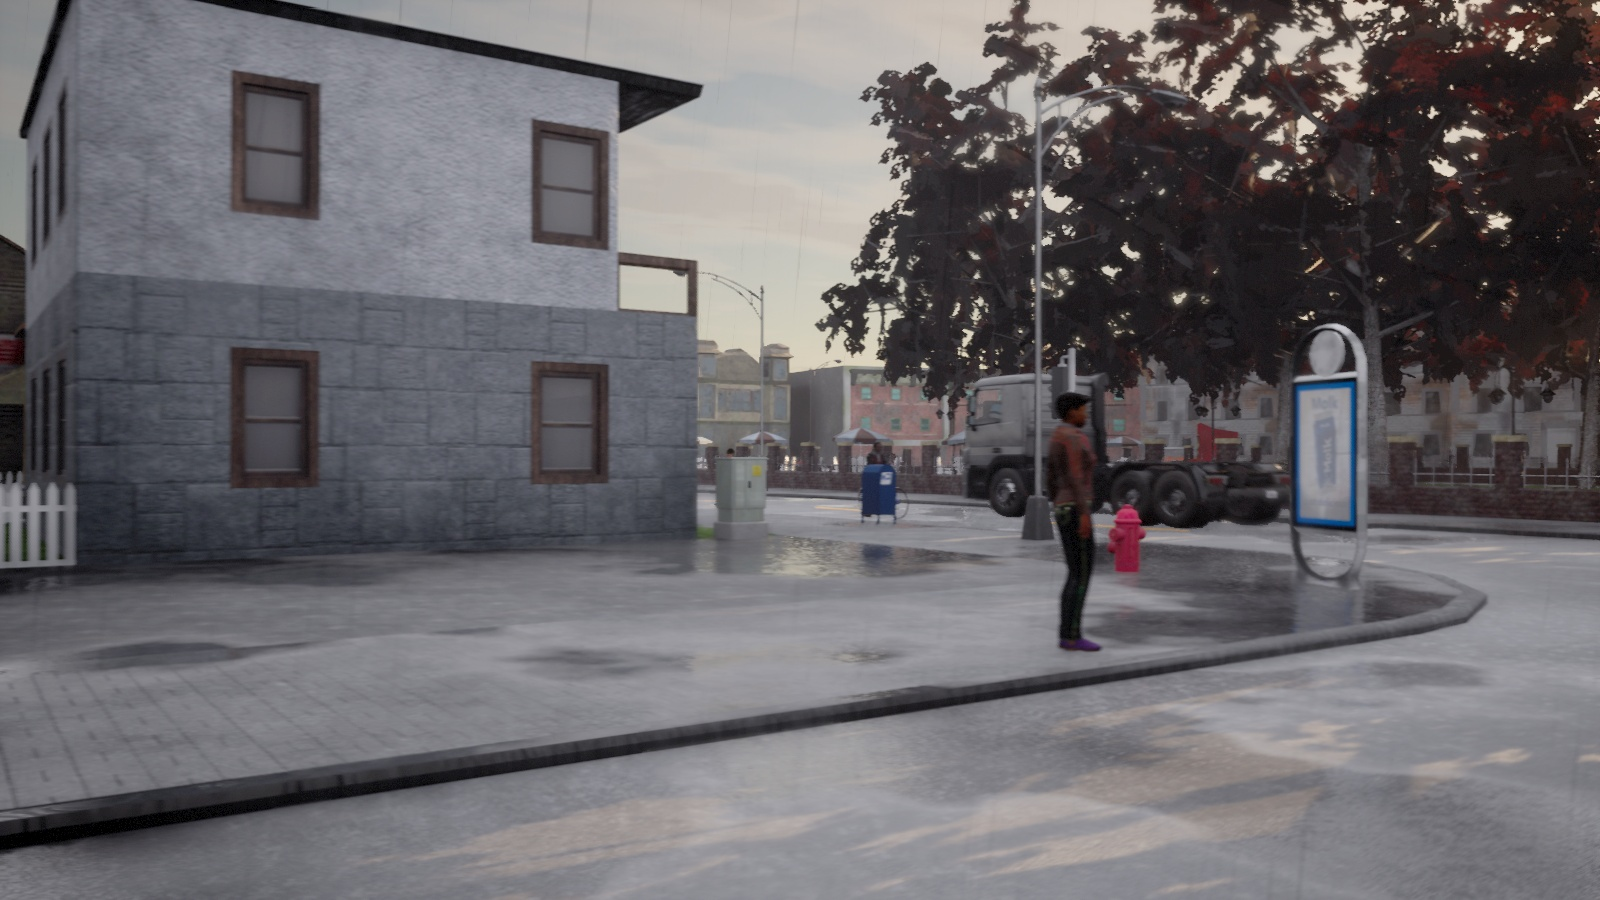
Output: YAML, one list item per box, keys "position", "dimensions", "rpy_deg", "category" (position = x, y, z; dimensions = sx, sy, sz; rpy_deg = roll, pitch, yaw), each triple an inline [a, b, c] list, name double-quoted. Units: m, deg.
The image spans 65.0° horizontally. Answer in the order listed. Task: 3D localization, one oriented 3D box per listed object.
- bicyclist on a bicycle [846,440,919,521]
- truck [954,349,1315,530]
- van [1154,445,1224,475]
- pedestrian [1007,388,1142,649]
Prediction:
- position: [1.864, 0.682, 28.652]
  dimensions: [0.659, 1.776, 1.843]
  rpy_deg: [0, 0, -35]
  category: "bicyclist on a bicycle"
- position: [7.125, -0.183, 28.103]
  dimensions: [2.891, 3.462, 7.936]
  rpy_deg: [0, 0, -32]
  category: "truck"
- position: [26.644, 0.652, 86.173]
  dimensions: [1.775, 1.987, 4.442]
  rpy_deg: [0, 0, -35]
  category: "van"
- position: [1.935, 0.472, 8.876]
  dimensions: [0.869, 1.805, 0.328]
  rpy_deg: [0, 0, -5]
  category: "pedestrian"
